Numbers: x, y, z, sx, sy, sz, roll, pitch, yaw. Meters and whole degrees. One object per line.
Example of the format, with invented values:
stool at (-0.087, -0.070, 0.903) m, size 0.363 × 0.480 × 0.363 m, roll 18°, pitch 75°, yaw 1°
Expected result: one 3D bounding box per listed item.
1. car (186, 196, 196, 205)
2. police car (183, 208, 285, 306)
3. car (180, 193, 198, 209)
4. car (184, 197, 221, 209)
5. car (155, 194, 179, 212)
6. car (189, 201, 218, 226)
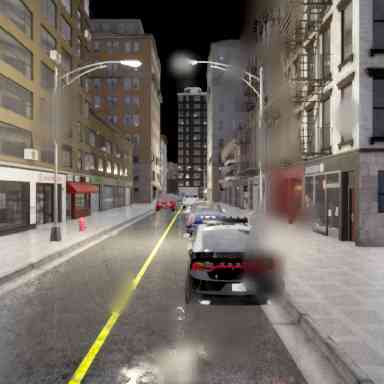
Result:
car at (-0.192, 1.517, 60.745) m, size 1.812 × 1.442 × 4.674 m, roll 0°, pitch 0°, yaw 0°
police car at (0.800, 1.424, 8.260) m, size 1.930 × 1.638 × 5.238 m, roll 0°, pitch 0°, yaw 0°
car at (-0.110, 1.212, 45.946) m, size 2.150 × 2.045 × 5.566 m, roll 0°, pitch 0°, yaw 0°
car at (0.768, 1.347, 18.121) m, size 2.097 × 1.767 × 4.553 m, roll 0°, pitch 0°, yaw 0°
car at (-2.973, 1.213, 38.595) m, size 2.150 × 2.045 × 5.566 m, roll 0°, pitch 0°, yaw 0°
car at (0.750, 1.472, 24.150) m, size 1.882 × 1.535 × 5.008 m, roll 0°, pitch 0°, yaw 0°
